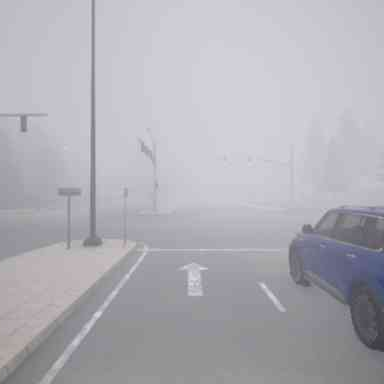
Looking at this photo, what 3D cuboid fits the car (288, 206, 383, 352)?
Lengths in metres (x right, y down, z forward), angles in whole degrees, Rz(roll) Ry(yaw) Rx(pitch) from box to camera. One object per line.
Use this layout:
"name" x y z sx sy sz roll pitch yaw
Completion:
"car" 3.578 1.258 6.357 2.150 2.045 5.566 0 0 0
